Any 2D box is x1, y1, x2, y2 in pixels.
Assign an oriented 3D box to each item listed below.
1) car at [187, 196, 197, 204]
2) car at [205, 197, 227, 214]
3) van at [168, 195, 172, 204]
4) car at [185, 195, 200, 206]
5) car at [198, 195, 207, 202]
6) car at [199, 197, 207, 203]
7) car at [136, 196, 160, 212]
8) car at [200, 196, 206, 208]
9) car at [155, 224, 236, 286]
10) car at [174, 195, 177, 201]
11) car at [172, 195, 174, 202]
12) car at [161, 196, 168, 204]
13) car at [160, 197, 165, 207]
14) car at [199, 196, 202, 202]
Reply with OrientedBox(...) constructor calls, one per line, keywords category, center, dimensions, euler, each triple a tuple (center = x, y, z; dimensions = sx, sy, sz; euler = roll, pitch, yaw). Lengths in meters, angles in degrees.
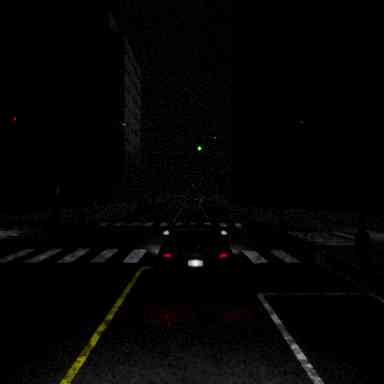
OrientedBox(category="car", center=(-0.032, 1.686, 73.516), dimensions=(2.097, 1.767, 4.553), euler=(0, 0, 0))
OrientedBox(category="car", center=(2.746, 1.601, 36.974), dimensions=(1.967, 1.590, 4.097), euler=(0, 0, 0))
OrientedBox(category="van", center=(-5.794, 1.653, 69.596), dimensions=(1.690, 1.788, 3.998), euler=(0, 0, 0))
OrientedBox(category="car", center=(-0.028, 1.501, 62.902), dimensions=(2.150, 2.045, 5.566), euler=(0, 0, 0))
OrientedBox(category="car", center=(2.723, 1.705, 85.912), dimensions=(2.192, 1.841, 5.009), euler=(0, 0, 0))
OrientedBox(category="car", center=(2.726, 1.890, 80.644), dimensions=(1.752, 1.417, 4.829), euler=(0, 0, 0))
OrientedBox(category="car", center=(-5.782, 1.500, 42.409), dimensions=(2.192, 1.841, 5.009), euler=(0, 0, 0))
OrientedBox(category="car", center=(2.739, 1.786, 53.286), dimensions=(2.008, 1.369, 4.403), euler=(0, 0, 0))
OrientedBox(category="car", center=(0.092, 1.608, 9.577), dimensions=(1.994, 1.385, 4.181), euler=(0, 0, 0))
OrientedBox(category="car", center=(-5.804, 1.983, 91.345), dimensions=(1.947, 1.339, 4.313), euler=(0, 0, 0))
OrientedBox(category="car", center=(-5.797, 1.888, 75.033), dimensions=(2.008, 1.369, 4.403), euler=(0, 0, 0))
OrientedBox(category="car", center=(-5.789, 1.785, 58.550), dimensions=(1.752, 1.417, 4.829), euler=(0, 0, 0))
OrientedBox(category="car", center=(-5.787, 1.817, 53.282), dimensions=(1.802, 1.307, 4.206), euler=(0, 0, 0))
OrientedBox(category="car", center=(2.736, 1.805, 58.724), dimensions=(1.887, 1.381, 4.507), euler=(0, 0, 0))
